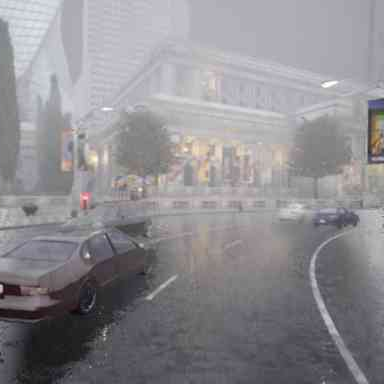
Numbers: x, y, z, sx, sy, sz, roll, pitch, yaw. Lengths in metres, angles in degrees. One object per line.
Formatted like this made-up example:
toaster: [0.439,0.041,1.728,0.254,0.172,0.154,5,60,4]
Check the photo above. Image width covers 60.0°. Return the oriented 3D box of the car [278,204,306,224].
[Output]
car: [8.512,1.677,26.153,4.674,1.442,1.812,1,0,-44]

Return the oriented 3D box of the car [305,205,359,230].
car: [9.732,1.687,22.518,1.812,1.442,4.674,0,0,43]

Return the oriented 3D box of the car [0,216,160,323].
car: [-2.412,1.529,7.530,2.033,1.411,5.357,1,0,14]

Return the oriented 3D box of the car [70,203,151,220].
car: [-3.627,1.330,14.933,2.097,1.767,4.553,1,0,24]
